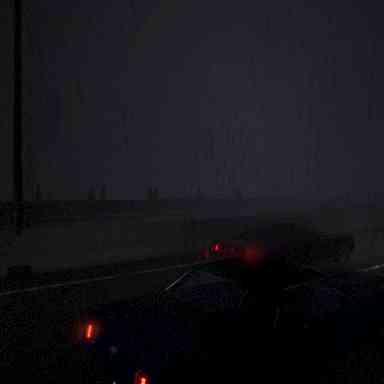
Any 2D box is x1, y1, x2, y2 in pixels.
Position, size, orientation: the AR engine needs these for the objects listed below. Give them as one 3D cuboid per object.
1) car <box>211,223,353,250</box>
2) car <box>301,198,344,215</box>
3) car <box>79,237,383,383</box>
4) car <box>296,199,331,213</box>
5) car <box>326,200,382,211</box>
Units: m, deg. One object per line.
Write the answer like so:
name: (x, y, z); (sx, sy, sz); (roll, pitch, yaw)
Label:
car: (2.949, 1.601, 10.148); (4.718, 1.301, 1.895); (0, 0, -35)
car: (13.944, 1.479, 35.423); (5.008, 1.535, 1.882); (0, 0, -35)
car: (1.101, 1.601, 4.531); (4.718, 1.301, 1.895); (0, 0, -35)
car: (11.111, 1.506, 29.107); (4.892, 1.490, 1.837); (0, 0, -35)
car: (13.315, 1.549, 26.382); (5.357, 1.411, 2.033); (0, 0, -35)
